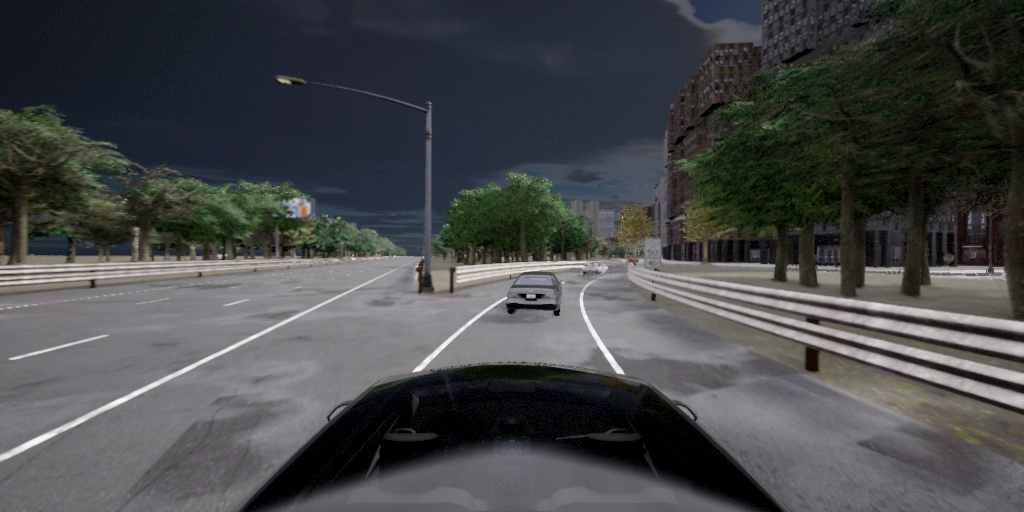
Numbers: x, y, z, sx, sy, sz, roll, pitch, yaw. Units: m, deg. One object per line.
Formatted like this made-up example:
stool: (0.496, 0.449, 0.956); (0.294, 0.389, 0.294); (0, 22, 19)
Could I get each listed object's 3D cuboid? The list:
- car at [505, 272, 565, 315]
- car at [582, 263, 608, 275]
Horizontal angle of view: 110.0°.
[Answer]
car: (0.984, 1.304, 13.698); (2.033, 1.411, 5.357); (0, 0, 9)
car: (9.174, 1.387, 39.343); (1.895, 1.301, 4.718); (0, 0, 27)
